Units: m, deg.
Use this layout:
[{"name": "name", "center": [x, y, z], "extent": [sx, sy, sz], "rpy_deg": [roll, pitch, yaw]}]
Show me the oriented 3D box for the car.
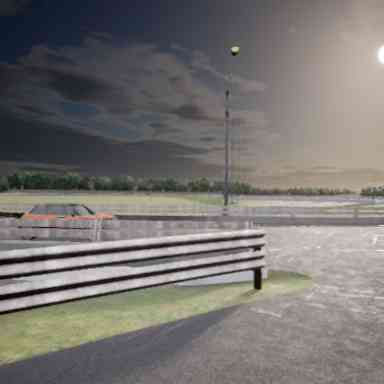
[{"name": "car", "center": [-5.579, 1.310, 15.649], "extent": [4.553, 1.767, 2.097], "rpy_deg": [1, 0, 6]}]
